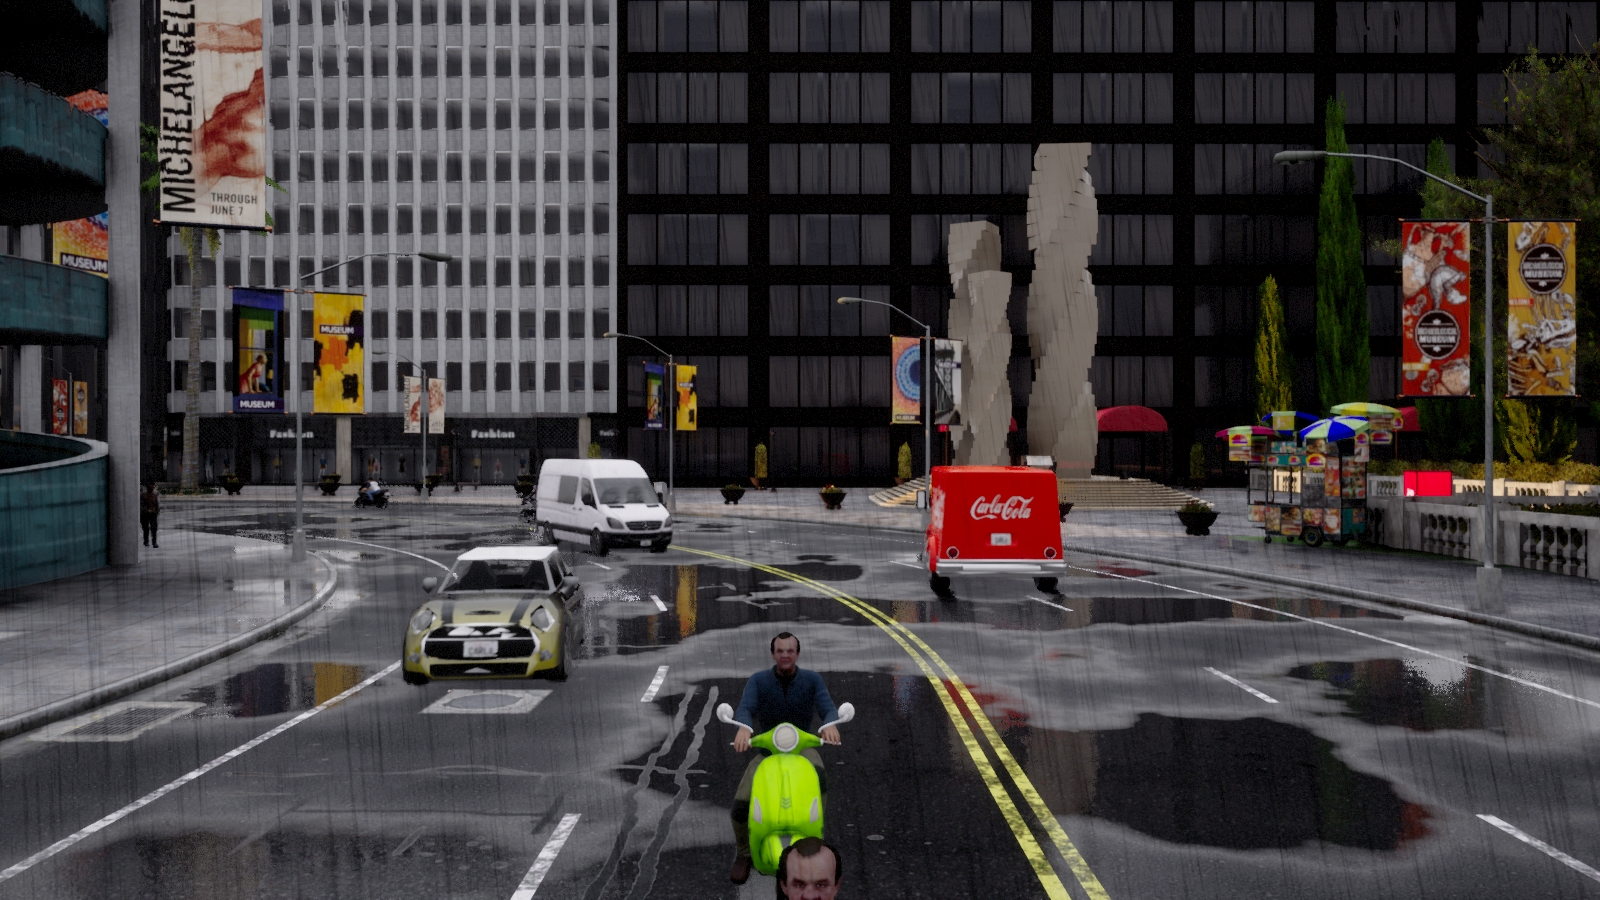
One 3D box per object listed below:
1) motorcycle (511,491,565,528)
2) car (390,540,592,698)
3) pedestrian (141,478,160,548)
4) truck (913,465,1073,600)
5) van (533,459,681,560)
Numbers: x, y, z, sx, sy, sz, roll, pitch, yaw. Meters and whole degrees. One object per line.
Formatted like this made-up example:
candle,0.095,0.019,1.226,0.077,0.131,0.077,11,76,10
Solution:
motorcycle,-9.892,2.222,43.084,2.209,1.251,0.867,0,1,43
car,-3.862,2.071,14.927,1.970,1.475,3.806,0,0,-6
pedestrian,-17.625,1.709,30.989,0.375,1.860,0.375,0,0,-43
truck,3.875,1.578,24.074,2.627,2.467,5.204,0,0,2
van,-5.589,1.547,32.267,1.988,2.561,5.915,0,0,-32
